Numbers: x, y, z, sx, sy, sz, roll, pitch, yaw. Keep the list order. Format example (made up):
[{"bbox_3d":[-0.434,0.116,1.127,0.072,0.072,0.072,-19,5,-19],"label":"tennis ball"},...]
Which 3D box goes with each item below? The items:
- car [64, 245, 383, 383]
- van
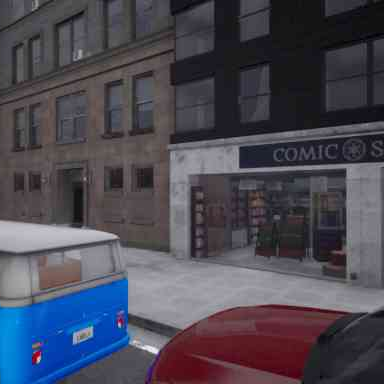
[{"bbox_3d":[1.917,1.315,1.442,5.009,1.841,2.192,0,0,36],"label":"car"},{"bbox_3d":[-2.704,1.341,4.743,3.998,1.788,1.690,0,0,36],"label":"van"}]
